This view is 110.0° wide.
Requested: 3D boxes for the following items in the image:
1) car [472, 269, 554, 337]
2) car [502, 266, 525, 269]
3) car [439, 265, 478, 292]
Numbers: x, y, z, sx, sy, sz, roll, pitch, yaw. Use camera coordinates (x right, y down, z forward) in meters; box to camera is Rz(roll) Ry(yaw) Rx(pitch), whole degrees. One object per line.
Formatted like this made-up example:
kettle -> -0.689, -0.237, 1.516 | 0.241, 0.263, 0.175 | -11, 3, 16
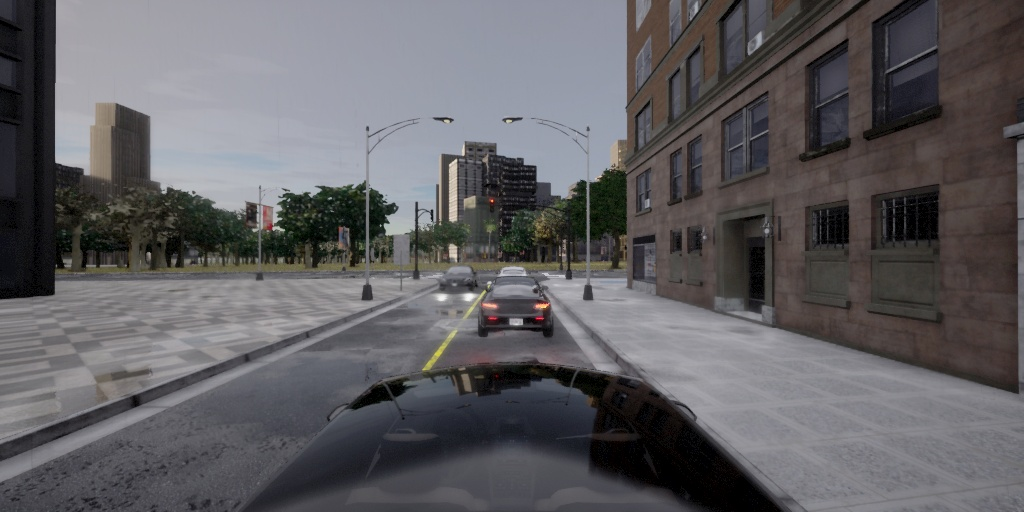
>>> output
car -> 0.083, 1.276, 10.148 | 1.812, 1.442, 4.674 | 0, 0, 0
car -> 0.064, 1.277, 19.208 | 1.812, 1.442, 4.674 | 0, 0, 0
car -> -3.054, 1.277, 21.429 | 1.812, 1.442, 4.674 | 0, 0, 0
